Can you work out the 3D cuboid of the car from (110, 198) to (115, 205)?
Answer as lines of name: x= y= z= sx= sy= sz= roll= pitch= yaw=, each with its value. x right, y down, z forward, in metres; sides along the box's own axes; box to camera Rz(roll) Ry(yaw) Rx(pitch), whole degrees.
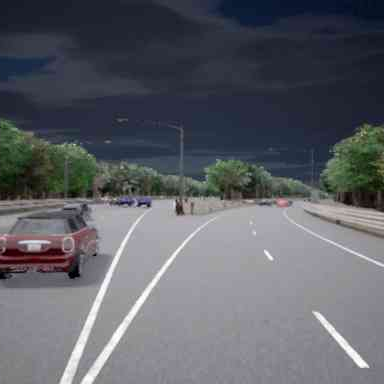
car: x=-15.365 y=1.923 z=67.494 sx=1.812 sy=1.442 sz=4.674 roll=1 pitch=-1 yaw=0

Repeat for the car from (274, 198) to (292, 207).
car: x=18.935 y=2.142 z=69.228 sx=2.097 sy=1.767 sz=4.553 roll=0 pitch=-1 yaw=21

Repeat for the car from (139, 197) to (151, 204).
car: x=-11.798 y=2.102 z=83.977 sx=2.128 sy=1.511 sz=4.902 roll=1 pitch=-1 yaw=2

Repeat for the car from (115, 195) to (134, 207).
car: x=-11.705 y=1.594 z=59.627 sx=2.150 sy=2.045 sz=5.566 roll=1 pitch=-1 yaw=-1

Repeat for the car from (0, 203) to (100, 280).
car: x=-4.172 y=1.391 z=10.287 sx=2.097 sy=1.767 sz=4.553 roll=1 pitch=0 yaw=-8

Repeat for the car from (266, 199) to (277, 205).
car: x=19.012 y=2.287 z=79.074 sx=1.994 sy=1.385 sz=4.181 roll=0 pitch=-1 yaw=21

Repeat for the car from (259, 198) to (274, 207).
car: x=15.365 y=2.112 z=69.704 sx=2.097 sy=1.767 sz=4.553 roll=0 pitch=-1 yaw=21

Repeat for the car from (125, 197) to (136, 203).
car: x=-15.323 y=2.053 z=82.937 sx=1.812 sy=1.442 sz=4.674 roll=1 pitch=-1 yaw=2

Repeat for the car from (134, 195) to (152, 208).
car: x=-8.256 y=1.628 z=58.391 sx=2.150 sy=2.045 sz=5.566 roll=1 pitch=0 yaw=-2
